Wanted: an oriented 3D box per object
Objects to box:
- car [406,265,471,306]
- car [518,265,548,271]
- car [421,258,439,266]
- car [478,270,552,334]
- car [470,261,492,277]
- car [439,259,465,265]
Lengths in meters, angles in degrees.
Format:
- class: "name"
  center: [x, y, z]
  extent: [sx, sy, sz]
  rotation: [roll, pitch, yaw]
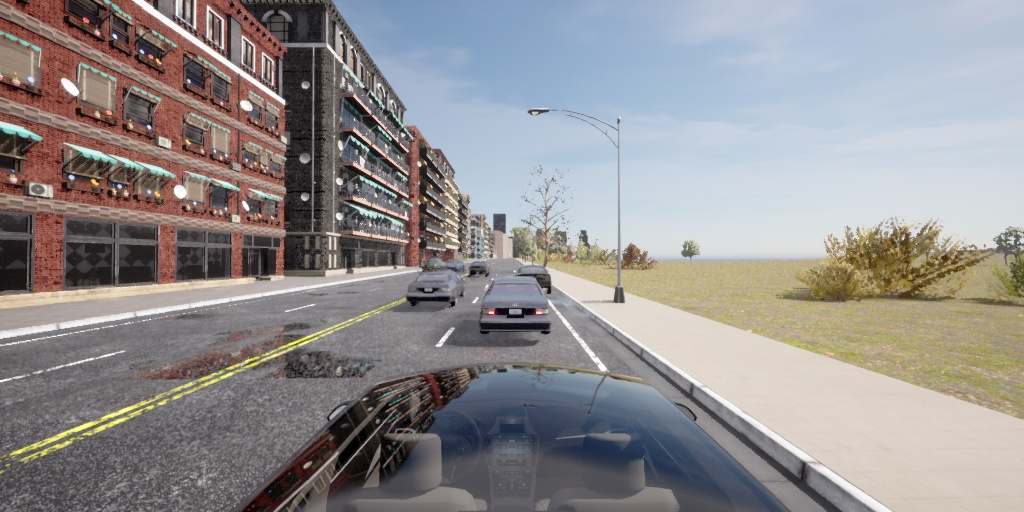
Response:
- class: "car"
  center: [-3.160, 1.299, 15.726]
  extent: [2.033, 1.411, 5.357]
  rotation: [0, 0, -2]
- class: "car"
  center: [1.116, 1.230, 20.339]
  extent: [1.882, 1.535, 5.008]
  rotation: [0, 0, 0]
- class: "car"
  center: [-9.897, 1.103, 44.934]
  extent: [2.097, 1.767, 4.553]
  rotation: [0, 0, 0]
- class: "car"
  center: [0.092, 1.299, 10.575]
  extent: [2.033, 1.411, 5.357]
  rotation: [0, 0, 0]
- class: "car"
  center: [-3.188, 1.258, 35.984]
  extent: [1.837, 1.490, 4.892]
  rotation: [0, 0, 0]
- class: "car"
  center: [-6.644, 1.103, 41.338]
  extent: [2.097, 1.767, 4.553]
  rotation: [0, 0, 0]
